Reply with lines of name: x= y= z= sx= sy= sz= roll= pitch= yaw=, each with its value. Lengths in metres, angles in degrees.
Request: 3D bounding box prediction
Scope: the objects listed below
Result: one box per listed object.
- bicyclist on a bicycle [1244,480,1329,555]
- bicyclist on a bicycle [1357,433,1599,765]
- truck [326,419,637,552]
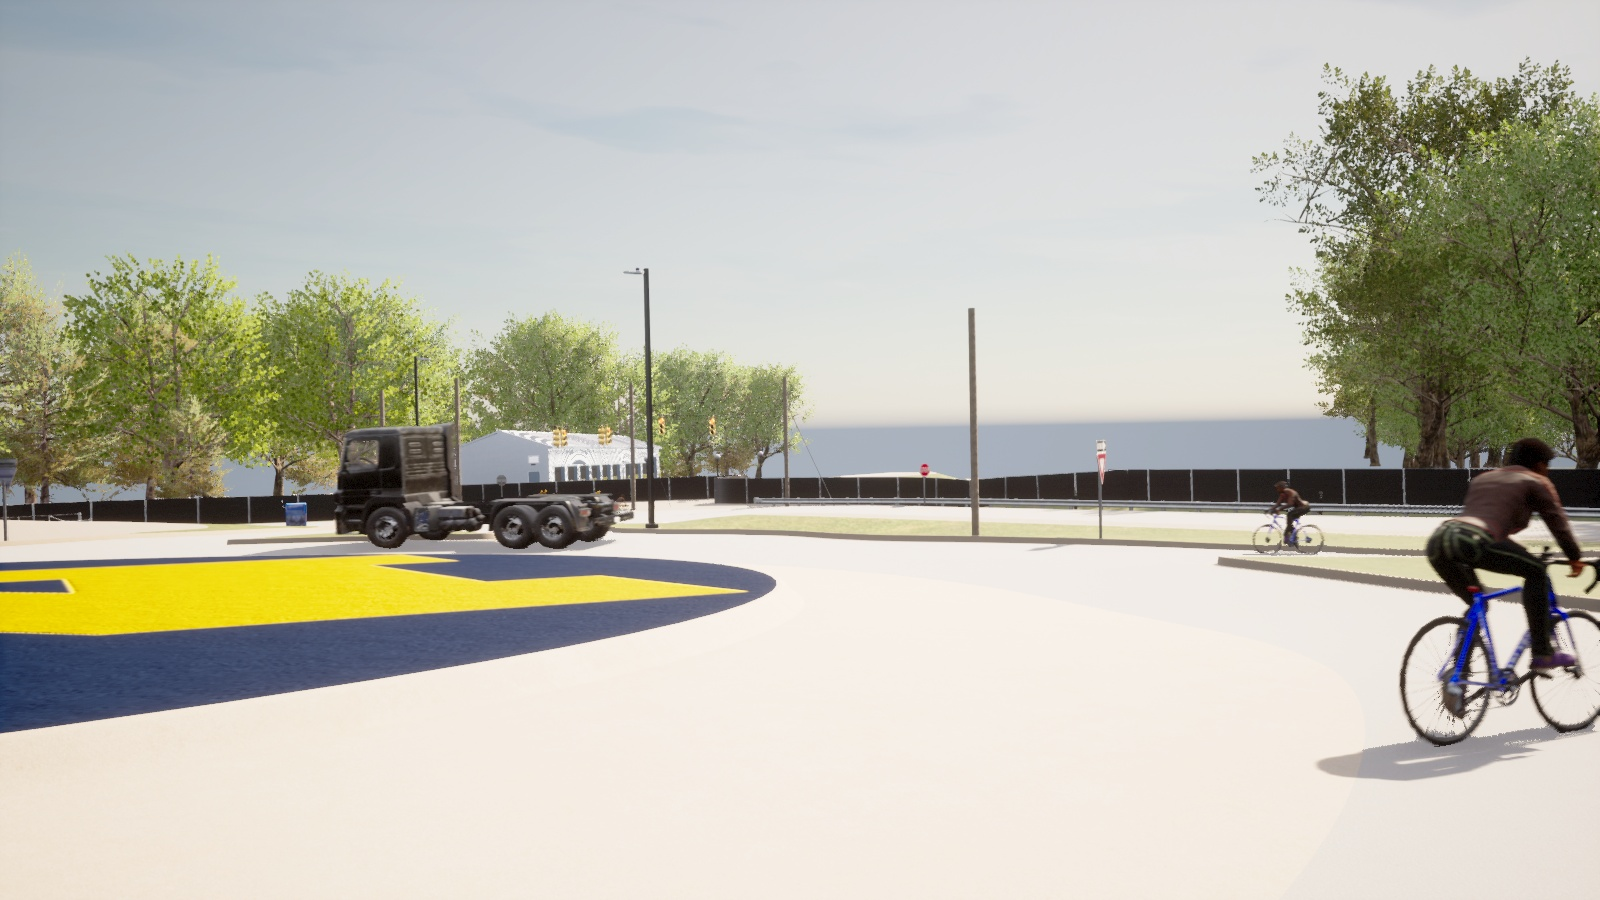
bicyclist on a bicycle: x=10.661 y=1.466 z=27.541 sx=1.656 sy=1.620 sz=0.582 roll=0 pitch=-2 yaw=-7
bicyclist on a bicycle: x=3.838 y=0.741 z=6.732 sx=1.656 sy=1.620 sz=0.582 roll=1 pitch=-1 yaw=-23
truck: x=-8.891 y=0.973 z=35.264 sx=7.936 sy=3.462 sz=2.891 roll=-1 pitch=1 yaw=14
